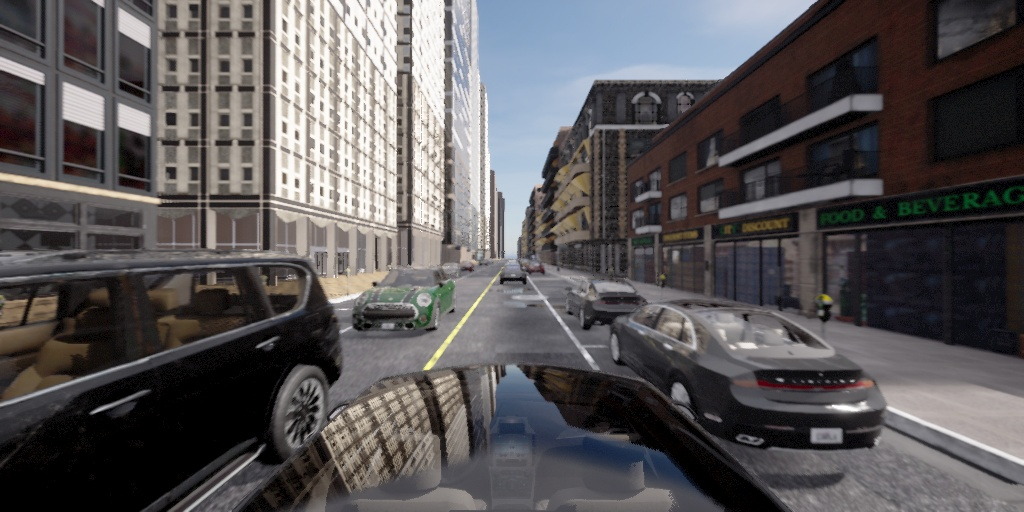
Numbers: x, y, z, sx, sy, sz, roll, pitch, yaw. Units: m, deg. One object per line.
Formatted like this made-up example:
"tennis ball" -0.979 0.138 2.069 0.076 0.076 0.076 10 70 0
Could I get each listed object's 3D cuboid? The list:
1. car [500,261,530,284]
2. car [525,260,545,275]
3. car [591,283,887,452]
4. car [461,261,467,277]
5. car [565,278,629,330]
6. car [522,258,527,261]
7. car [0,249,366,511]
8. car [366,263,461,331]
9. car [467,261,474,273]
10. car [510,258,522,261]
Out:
"car" 0.091 1.329 27.381 1.994 1.385 4.181 0 0 0
"car" 2.678 1.356 39.141 1.802 1.307 4.207 0 0 0
"car" 2.689 1.302 5.250 2.007 1.370 4.403 0 0 0
"car" -5.700 1.319 33.489 2.007 1.370 4.403 0 0 0
"car" 2.688 1.305 10.898 2.007 1.370 4.403 0 0 0
"car" 2.676 1.219 44.790 1.967 1.591 4.097 0 0 0
"car" -3.092 0.969 2.011 2.150 2.045 5.566 0 0 1
"car" -3.003 1.106 10.930 2.097 1.767 4.553 0 0 0
"car" -5.704 1.324 44.787 1.888 1.381 4.507 0 0 0
"car" 0.084 1.309 48.459 1.812 1.442 4.674 0 0 0
